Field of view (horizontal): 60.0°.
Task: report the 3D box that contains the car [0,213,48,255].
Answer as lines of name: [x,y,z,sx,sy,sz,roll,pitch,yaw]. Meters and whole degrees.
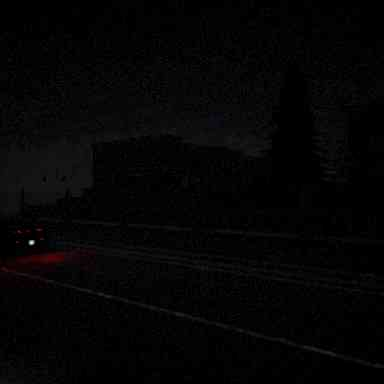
car: [-7.970,1.640,13.862,4.892,1.490,1.837,0,0,36]
